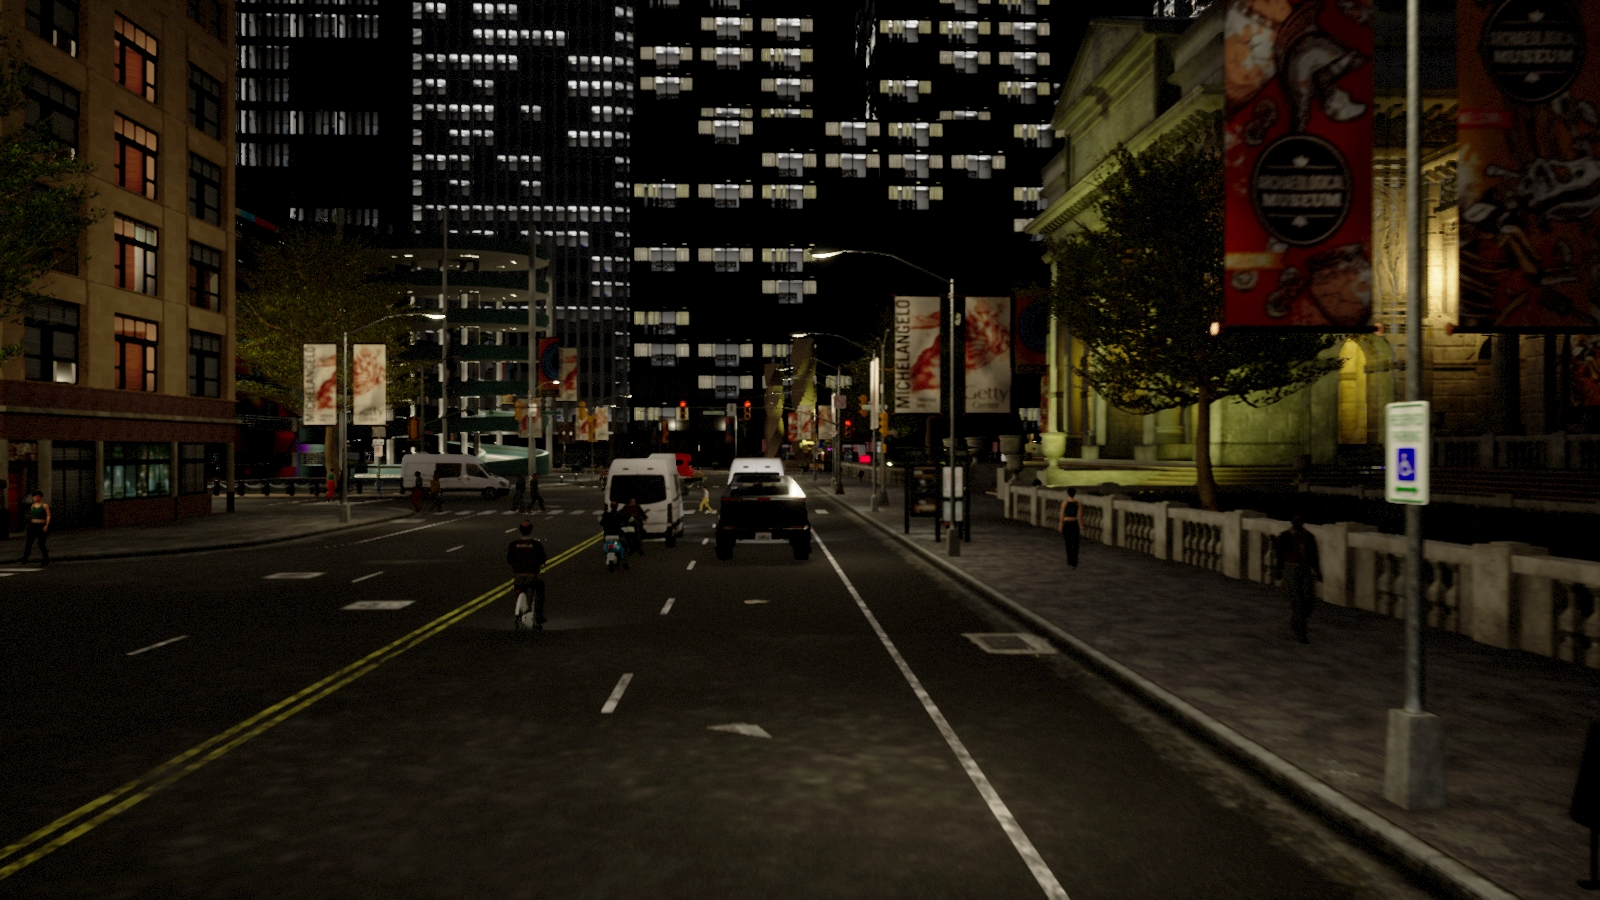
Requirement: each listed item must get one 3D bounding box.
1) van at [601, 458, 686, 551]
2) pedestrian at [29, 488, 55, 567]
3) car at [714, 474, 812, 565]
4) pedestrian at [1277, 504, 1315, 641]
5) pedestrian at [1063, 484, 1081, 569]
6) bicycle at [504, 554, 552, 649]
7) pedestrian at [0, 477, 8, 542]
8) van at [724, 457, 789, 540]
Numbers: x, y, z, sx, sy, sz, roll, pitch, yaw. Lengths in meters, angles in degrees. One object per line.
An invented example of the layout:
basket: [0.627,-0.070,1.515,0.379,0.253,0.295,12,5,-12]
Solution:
van: [-4.660,1.536,34.864,1.988,2.561,5.915,0,0,-2]
pedestrian: [-18.211,1.853,27.439,0.375,1.860,0.375,0,0,-1]
car: [-1.004,1.754,30.978,2.390,2.098,6.274,0,0,-2]
pedestrian: [6.908,1.695,15.917,0.375,1.860,0.375,0,0,5]
pedestrian: [6.077,1.697,25.529,0.375,1.860,0.375,0,0,9]
bicycle: [-4.019,2.212,16.951,0.329,1.171,1.835,0,0,-2]
pedestrian: [-22.952,1.702,32.709,0.375,1.860,0.375,0,0,-19]
van: [-1.384,1.535,38.528,1.988,2.561,5.915,0,0,0]
